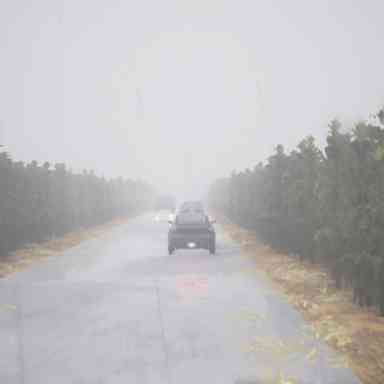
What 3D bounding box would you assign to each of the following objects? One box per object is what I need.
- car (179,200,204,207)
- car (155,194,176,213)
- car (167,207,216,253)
[{"bbox_3d":[-0.021,1.515,29.072,2.097,1.767,4.553,0,0,0],"label":"car"},{"bbox_3d":[-3.133,1.299,39.672,2.150,2.045,5.566,0,0,0],"label":"car"},{"bbox_3d":[-0.008,1.644,14.294,1.837,1.490,4.892,0,0,0],"label":"car"}]
